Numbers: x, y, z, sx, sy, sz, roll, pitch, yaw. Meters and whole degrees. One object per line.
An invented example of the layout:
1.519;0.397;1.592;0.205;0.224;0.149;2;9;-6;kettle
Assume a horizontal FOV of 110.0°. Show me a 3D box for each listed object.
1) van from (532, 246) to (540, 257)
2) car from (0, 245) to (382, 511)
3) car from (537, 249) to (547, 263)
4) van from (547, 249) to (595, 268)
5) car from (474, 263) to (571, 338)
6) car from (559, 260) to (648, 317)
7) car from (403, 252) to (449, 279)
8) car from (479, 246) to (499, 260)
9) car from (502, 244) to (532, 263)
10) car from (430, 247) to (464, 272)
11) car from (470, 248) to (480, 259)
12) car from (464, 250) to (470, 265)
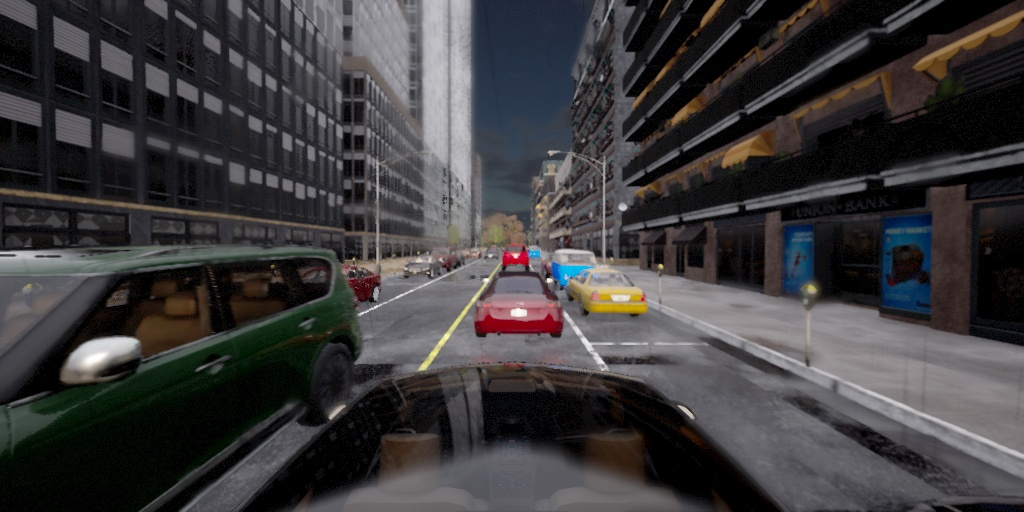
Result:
3.056;-0.531;50.844;1.690;1.789;3.998;0;0;0;van
-3.096;0.938;2.602;2.150;2.045;5.566;0;2;0;car
2.845;0.502;22.573;1.967;1.591;4.097;0;0;0;car
2.803;0.590;16.919;1.690;1.789;3.998;0;0;0;van
0.155;1.062;9.310;1.994;1.385;4.181;0;2;0;car
2.762;0.962;11.436;1.751;1.417;4.829;0;0;0;car
-5.536;0.603;22.629;2.007;1.370;4.403;0;0;0;car
-2.662;-0.233;47.142;2.128;1.511;4.902;0;2;0;car
0.308;0.035;30.038;2.150;2.045;5.566;0;2;1;car
-5.493;0.181;28.283;2.192;1.841;5.009;0;0;0;car
-5.325;-0.441;50.900;1.967;1.591;4.097;0;0;0;car
-5.451;0.245;33.937;1.948;1.339;4.313;0;0;0;car
